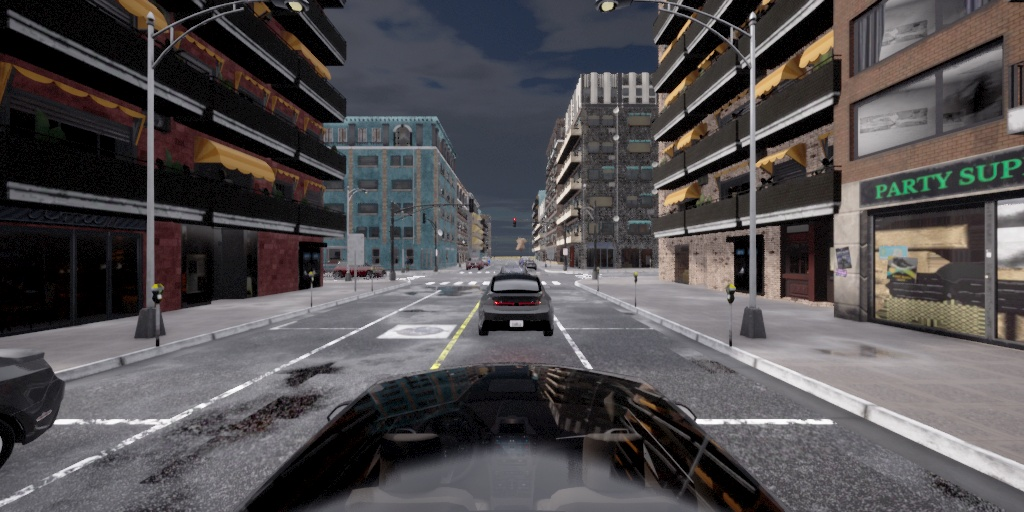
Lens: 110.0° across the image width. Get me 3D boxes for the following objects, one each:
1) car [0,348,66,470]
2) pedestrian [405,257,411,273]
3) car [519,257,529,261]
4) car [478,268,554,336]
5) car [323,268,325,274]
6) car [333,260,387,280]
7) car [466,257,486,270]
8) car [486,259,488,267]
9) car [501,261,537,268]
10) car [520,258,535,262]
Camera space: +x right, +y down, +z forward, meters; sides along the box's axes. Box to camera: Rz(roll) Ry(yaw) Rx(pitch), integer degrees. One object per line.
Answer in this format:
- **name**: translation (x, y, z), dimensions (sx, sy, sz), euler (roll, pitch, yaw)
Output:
- **car**: translation (-5.315, 1.300, 1.691), dimensions (2.007, 1.370, 4.403), euler (0, 0, 0)
- **pedestrian**: translation (-12.162, 1.029, 41.689), dimensions (0.375, 1.860, 0.375), euler (0, 1, 0)
- **car**: translation (2.548, 1.312, 62.047), dimensions (1.802, 1.307, 4.207), euler (0, 0, 0)
- **car**: translation (0.094, 1.254, 10.367), dimensions (1.837, 1.490, 4.892), euler (0, 0, 0)
- **car**: translation (-22.465, 1.592, 38.823), dimensions (4.207, 1.307, 1.802), euler (0, 0, 0)
- **car**: translation (-14.059, 1.251, 33.343), dimensions (4.553, 1.767, 2.097), euler (-1, 0, 0)
- **car**: translation (-5.329, 1.051, 50.941), dimensions (2.192, 1.841, 5.009), euler (0, 0, 0)
- **car**: translation (-5.331, 1.278, 56.493), dimensions (1.888, 1.381, 4.507), euler (0, 0, 0)
- **car**: translation (0.096, 1.239, 19.702), dimensions (2.128, 1.511, 4.902), euler (0, 0, 0)
- **car**: translation (2.551, 1.303, 50.943), dimensions (1.948, 1.339, 4.313), euler (0, 0, 0)
